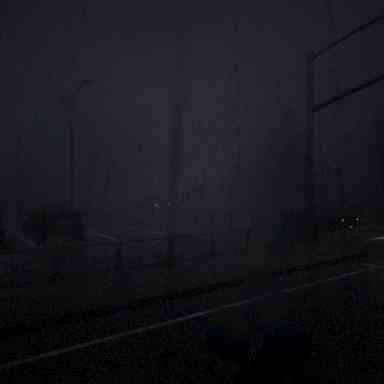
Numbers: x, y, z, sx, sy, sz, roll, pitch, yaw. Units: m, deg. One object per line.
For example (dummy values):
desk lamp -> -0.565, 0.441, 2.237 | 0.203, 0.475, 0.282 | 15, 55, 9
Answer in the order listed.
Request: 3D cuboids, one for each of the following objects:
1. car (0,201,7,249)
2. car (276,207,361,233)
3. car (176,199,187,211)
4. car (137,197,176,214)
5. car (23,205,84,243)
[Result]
car -> -8.921, 1.331, 13.398 | 2.152, 1.636, 5.027 | 0, 0, -36
car -> 7.467, 1.601, 20.005 | 1.895, 1.301, 4.718 | 0, 0, -34
car -> -2.455, 1.526, 39.893 | 1.812, 1.442, 4.674 | 0, 0, -36
car -> -4.076, 1.352, 35.880 | 2.097, 1.767, 4.553 | 0, 0, -36
car -> -6.410, 1.340, 15.279 | 2.007, 1.523, 4.514 | 0, 0, -36
